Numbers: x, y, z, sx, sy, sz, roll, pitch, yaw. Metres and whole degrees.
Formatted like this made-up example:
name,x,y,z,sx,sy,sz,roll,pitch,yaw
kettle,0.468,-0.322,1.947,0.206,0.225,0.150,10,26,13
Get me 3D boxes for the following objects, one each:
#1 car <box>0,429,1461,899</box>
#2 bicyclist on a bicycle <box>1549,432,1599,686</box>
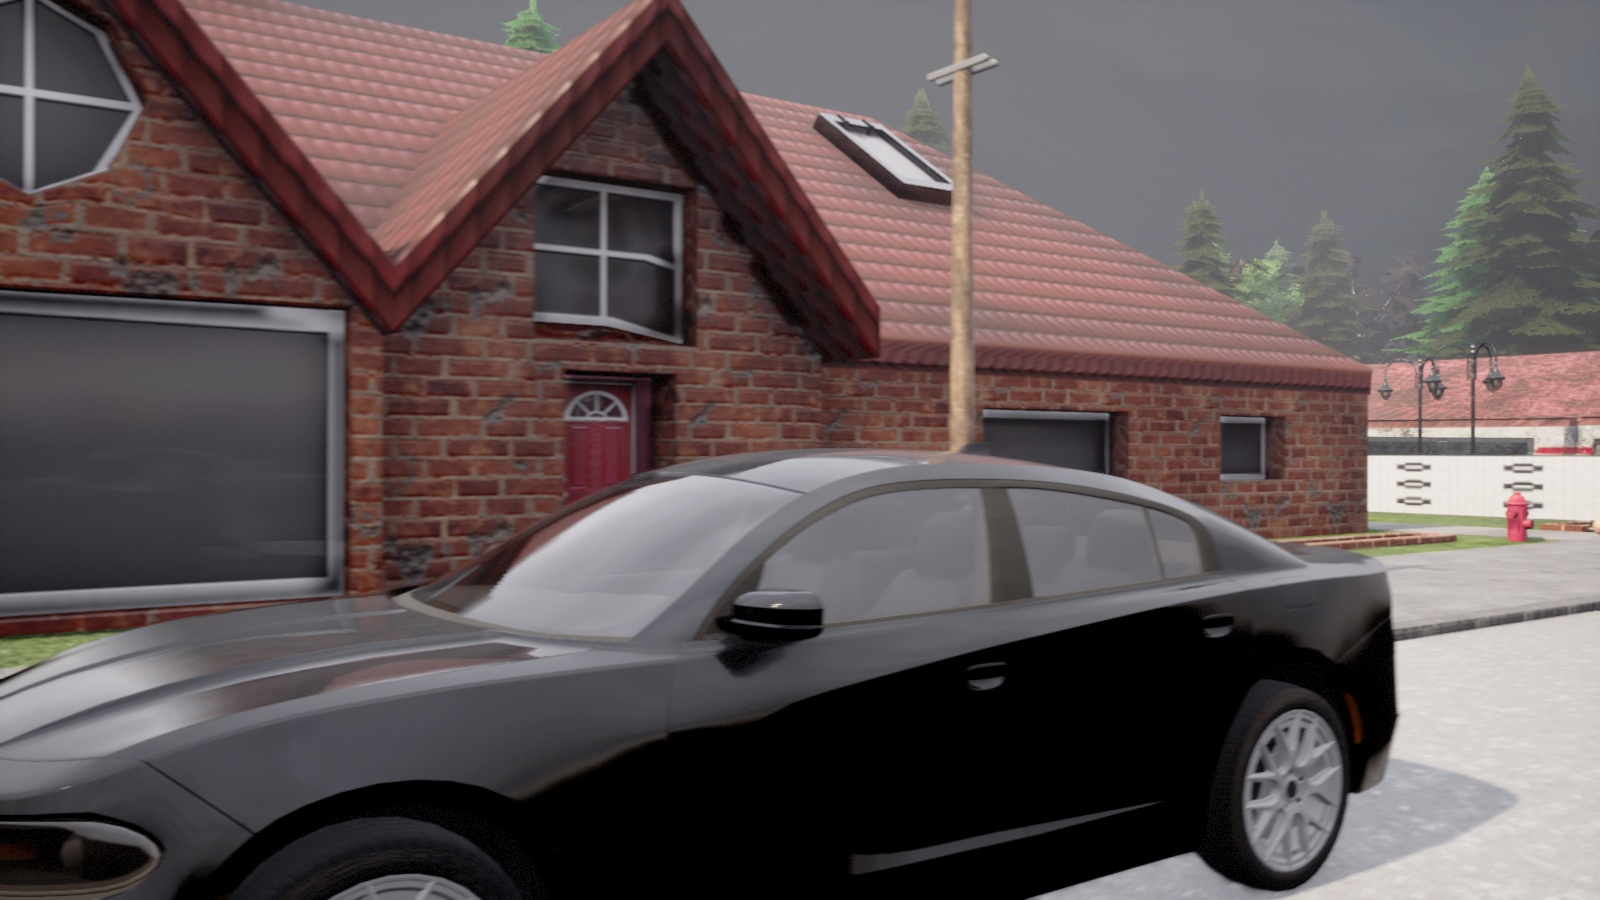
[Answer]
name,x,y,z,sx,sy,sz,roll,pitch,yaw
car,-0.059,0.733,4.212,5.008,1.535,1.882,0,0,-34
bicyclist on a bicycle,5.764,0.689,8.286,1.509,1.612,0.866,0,0,-35
